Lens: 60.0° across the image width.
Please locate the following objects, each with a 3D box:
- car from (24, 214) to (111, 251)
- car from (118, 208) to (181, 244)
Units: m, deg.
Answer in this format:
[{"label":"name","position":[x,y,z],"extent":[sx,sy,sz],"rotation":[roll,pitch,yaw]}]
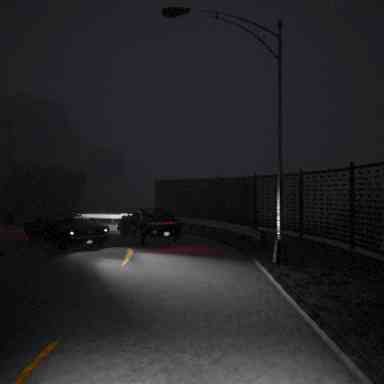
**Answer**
[{"label":"car","position":[-5.509,1.631,14.466],"extent":[4.718,1.301,1.895],"rotation":[0,0,44]},{"label":"car","position":[-2.155,1.525,16.038],"extent":[2.128,1.511,4.902],"rotation":[0,0,-27]}]
